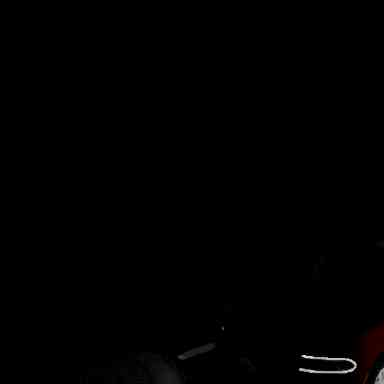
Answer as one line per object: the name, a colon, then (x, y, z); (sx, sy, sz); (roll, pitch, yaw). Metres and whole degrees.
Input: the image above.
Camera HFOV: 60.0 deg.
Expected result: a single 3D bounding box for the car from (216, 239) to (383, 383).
car: (2.592, 1.480, 4.794); (5.008, 1.535, 1.882); (0, 0, -35)
